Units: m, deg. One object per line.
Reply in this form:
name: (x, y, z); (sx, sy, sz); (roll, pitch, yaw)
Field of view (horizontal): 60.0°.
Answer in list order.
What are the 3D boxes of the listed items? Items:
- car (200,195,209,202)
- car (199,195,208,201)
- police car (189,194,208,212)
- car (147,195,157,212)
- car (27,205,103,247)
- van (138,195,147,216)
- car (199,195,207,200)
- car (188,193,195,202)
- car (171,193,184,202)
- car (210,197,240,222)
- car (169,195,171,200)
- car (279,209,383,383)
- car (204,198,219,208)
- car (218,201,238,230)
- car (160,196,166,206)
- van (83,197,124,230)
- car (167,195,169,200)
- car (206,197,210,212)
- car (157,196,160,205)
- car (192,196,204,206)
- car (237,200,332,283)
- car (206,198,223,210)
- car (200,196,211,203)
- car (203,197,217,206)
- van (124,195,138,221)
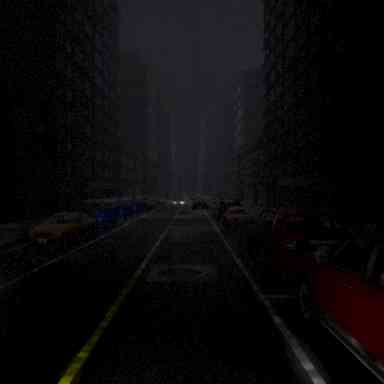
car: (2.867, 1.457, 76.783); (1.752, 1.417, 4.829); (-1, 0, 0)
car: (2.869, 1.489, 82.199); (1.947, 1.339, 4.313); (-1, 0, 0)
police car: (0.900, 1.402, 38.849); (1.930, 1.638, 5.238); (0, 0, 0)
car: (-5.679, 1.292, 37.512); (2.192, 1.841, 5.009); (-1, 0, 0)
car: (-5.677, 1.519, 14.999); (1.752, 1.417, 4.829); (-1, 0, 0)
van: (-5.679, 1.323, 31.926); (1.690, 1.788, 3.998); (-1, 0, 0)
car: (2.870, 1.496, 87.785); (1.802, 1.307, 4.206); (-1, 0, 0)
car: (0.001, 1.394, 75.050); (1.895, 1.301, 4.718); (0, 0, 0)
car: (-3.000, 1.146, 76.714); (2.150, 2.045, 5.566); (0, 0, 0)
car: (2.852, 1.301, 26.340); (2.192, 1.841, 5.009); (-1, 0, 0)
car: (-5.675, 1.458, 87.784); (1.887, 1.381, 4.507); (-1, 0, 0)
car: (2.846, 1.313, 3.996); (2.192, 1.841, 5.009); (-1, 0, 0)
car: (2.860, 1.533, 48.684); (1.947, 1.339, 4.313); (-1, 0, 0)
car: (2.853, 1.515, 20.924); (1.752, 1.417, 4.829); (-1, 0, 0)
car: (-5.677, 1.401, 54.269); (1.967, 1.590, 4.097); (-1, 0, 0)
van: (-5.679, 1.331, 20.754); (1.690, 1.788, 3.998); (-1, 0, 0)
car: (-5.675, 1.537, 59.855); (1.802, 1.307, 4.206); (-1, 0, 0)
car: (2.857, 1.503, 37.682); (1.752, 1.417, 4.829); (-1, 0, 0)
car: (-5.677, 1.412, 43.098); (1.967, 1.590, 4.097); (-1, 0, 0)
car: (0.900, 1.473, 54.739); (1.837, 1.490, 4.892); (0, 0, 0)
car: (2.848, 1.311, 9.583); (2.192, 1.841, 5.009); (-1, 0, 0)
car: (2.859, 1.538, 43.098); (1.947, 1.339, 4.313); (-1, 0, 0)
car: (2.866, 1.491, 71.027); (2.008, 1.369, 4.403); (-1, 0, 0)
car: (2.862, 1.512, 54.269); (2.008, 1.369, 4.403); (-1, 0, 0)
van: (-5.679, 1.328, 26.341); (1.690, 1.788, 3.998); (-1, 0, 0)
